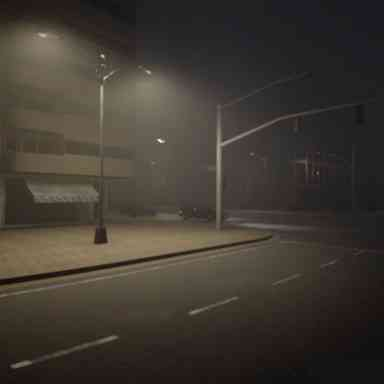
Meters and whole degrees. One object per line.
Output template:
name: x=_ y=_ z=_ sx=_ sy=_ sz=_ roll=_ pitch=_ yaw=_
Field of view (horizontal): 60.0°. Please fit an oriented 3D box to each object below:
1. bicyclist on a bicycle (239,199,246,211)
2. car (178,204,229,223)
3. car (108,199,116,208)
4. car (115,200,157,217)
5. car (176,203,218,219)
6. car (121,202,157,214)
bicyclist on a bicycle: x=6.896 y=1.805 z=45.306 sx=0.582 sy=1.620 sz=1.656 roll=0 pitch=0 yaw=43
car: x=1.052 y=1.814 z=29.493 sx=4.902 sy=1.511 sz=2.128 roll=0 pitch=-1 yaw=44
car: x=-14.164 y=2.014 z=58.593 sx=5.357 sy=1.411 sz=2.033 roll=0 pitch=-1 yaw=44
car: x=-5.828 y=1.807 z=36.032 sx=5.008 sy=1.535 sz=1.882 roll=0 pitch=-1 yaw=43
car: x=0.485 y=1.929 z=34.869 sx=4.181 sy=1.385 sz=1.994 roll=0 pitch=-1 yaw=43
car: x=-6.690 y=1.973 z=41.669 sx=4.718 sy=1.301 sz=1.895 roll=0 pitch=-1 yaw=43
